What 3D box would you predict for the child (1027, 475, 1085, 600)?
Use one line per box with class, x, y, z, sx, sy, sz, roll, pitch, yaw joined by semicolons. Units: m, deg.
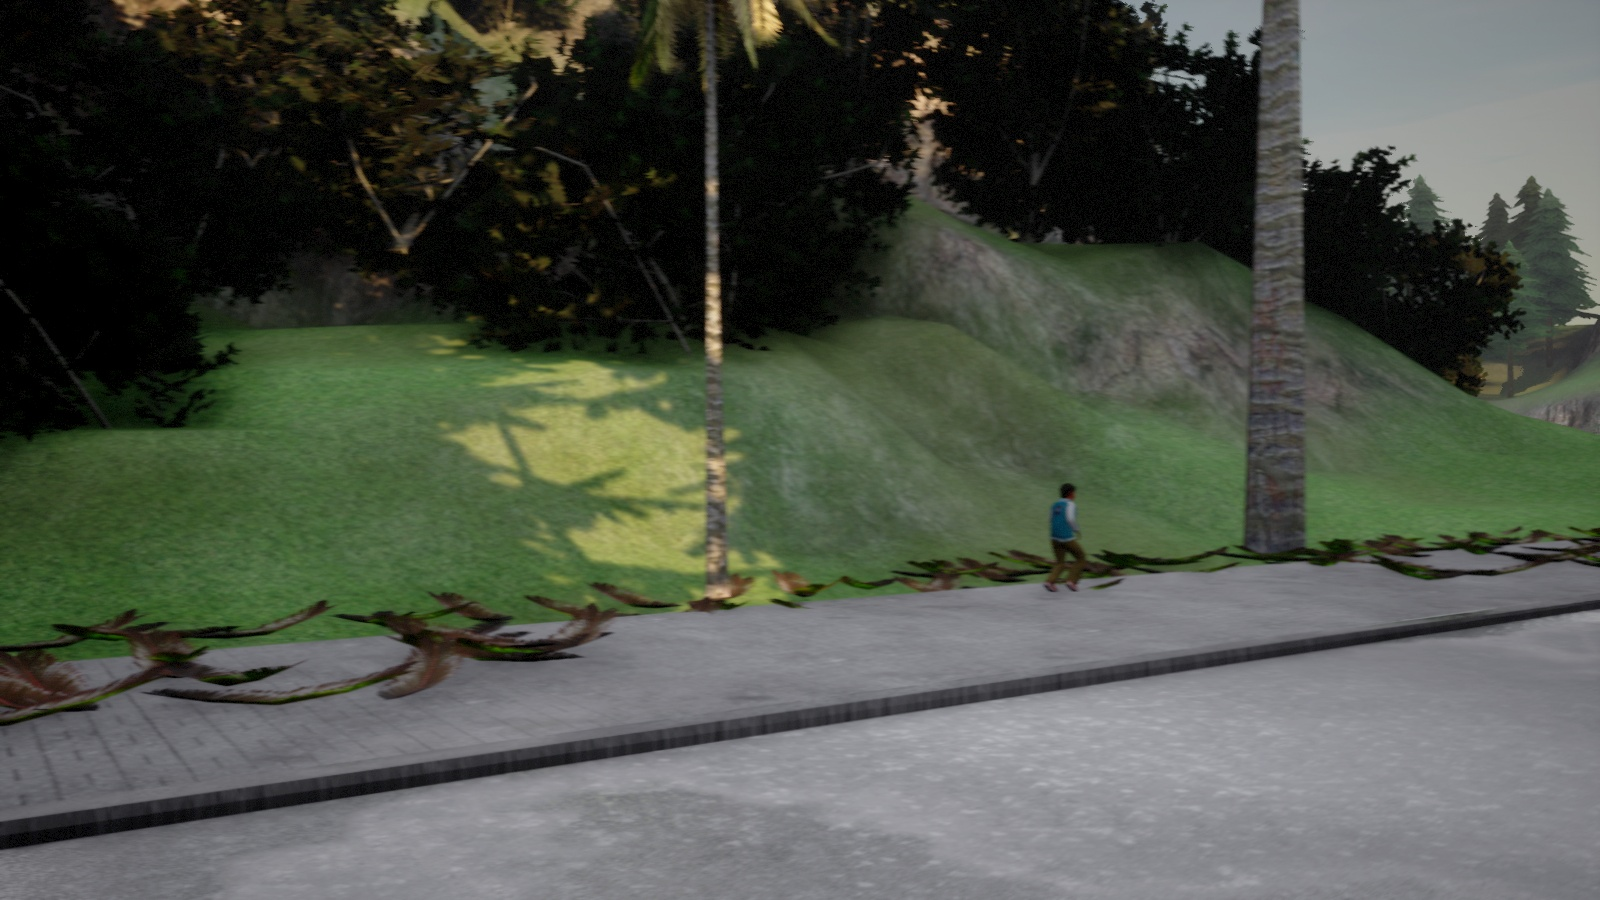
child;2.519;0.847;12.367;0.448;1.192;0.343;0;0;-34
